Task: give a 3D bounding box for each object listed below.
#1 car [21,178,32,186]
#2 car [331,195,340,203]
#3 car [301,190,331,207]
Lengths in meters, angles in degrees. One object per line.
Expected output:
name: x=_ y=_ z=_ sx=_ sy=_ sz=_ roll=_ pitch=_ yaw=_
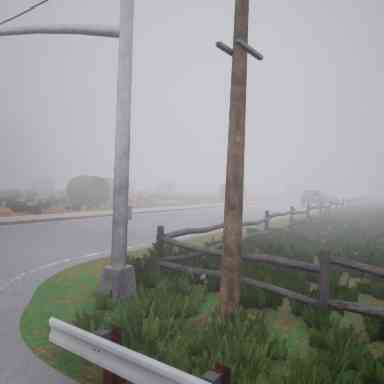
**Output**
car: x=-39.167 y=-2.324 z=79.239 sx=1.905 sy=1.878 sz=3.866 roll=8 pitch=2 yaw=-13
car: x=21.170 y=1.133 z=50.724 sx=1.994 sy=1.385 sz=4.181 roll=3 pitch=2 yaw=33
car: x=15.417 y=0.811 z=41.827 sx=2.150 sy=2.045 sz=5.566 roll=3 pitch=2 yaw=34
